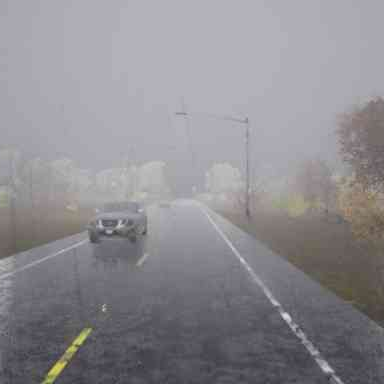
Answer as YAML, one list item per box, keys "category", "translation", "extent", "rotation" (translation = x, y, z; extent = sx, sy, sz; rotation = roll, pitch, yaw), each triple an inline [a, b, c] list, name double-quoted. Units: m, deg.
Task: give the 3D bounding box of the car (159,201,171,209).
- category: "car"
  translation: [-4.672, 2.270, 57.201]
  extent: [1.895, 1.301, 4.718]
  rotation: [0, -1, -6]

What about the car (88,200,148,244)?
- category: "car"
  translation: [-3.595, 1.419, 17.228]
  extent: [2.150, 2.045, 5.566]
  rotation: [0, -1, 0]
